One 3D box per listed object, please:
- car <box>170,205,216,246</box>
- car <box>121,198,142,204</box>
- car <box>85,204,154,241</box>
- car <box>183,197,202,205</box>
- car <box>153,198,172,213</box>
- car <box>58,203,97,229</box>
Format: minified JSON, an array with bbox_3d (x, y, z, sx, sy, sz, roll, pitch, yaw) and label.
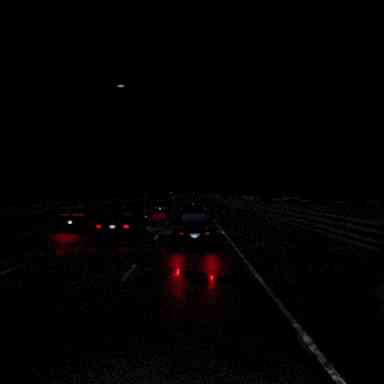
[{"bbox_3d":[0.101,1.519,15.222,1.812,1.442,4.674,0,0,0],"label":"car"},{"bbox_3d":[-6.894,1.500,37.745,1.837,1.490,4.892,0,0,0],"label":"car"},{"bbox_3d":[-3.398,1.540,16.715,2.033,1.411,5.357,0,0,0],"label":"car"},{"bbox_3d":[0.101,1.353,37.421,2.097,1.767,4.553,0,0,0],"label":"car"},{"bbox_3d":[-3.400,1.506,37.801,1.837,1.490,4.892,0,0,0],"label":"car"},{"bbox_3d":[-6.903,1.466,21.247,1.837,1.490,4.892,0,0,0],"label":"car"}]
